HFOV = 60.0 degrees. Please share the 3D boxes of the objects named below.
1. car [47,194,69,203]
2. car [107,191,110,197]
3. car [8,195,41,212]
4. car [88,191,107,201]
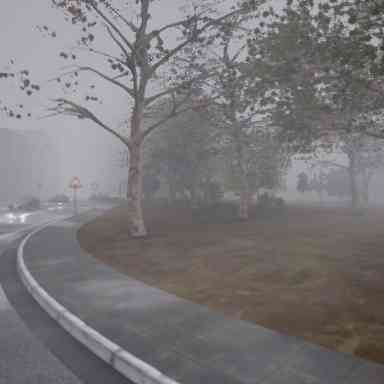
[{"bbox_3d":[-18.103,0.934,45.124,1.994,1.385,4.181,0,0,-7],"label":"car"},{"bbox_3d":[-17.470,0.504,66.149,1.882,1.535,5.008,0,1,-7],"label":"car"},{"bbox_3d":[-16.536,1.106,33.019,2.128,1.511,4.902,0,1,-7],"label":"car"},{"bbox_3d":[-16.140,0.772,55.816,2.033,1.411,5.357,0,1,-7],"label":"car"}]
